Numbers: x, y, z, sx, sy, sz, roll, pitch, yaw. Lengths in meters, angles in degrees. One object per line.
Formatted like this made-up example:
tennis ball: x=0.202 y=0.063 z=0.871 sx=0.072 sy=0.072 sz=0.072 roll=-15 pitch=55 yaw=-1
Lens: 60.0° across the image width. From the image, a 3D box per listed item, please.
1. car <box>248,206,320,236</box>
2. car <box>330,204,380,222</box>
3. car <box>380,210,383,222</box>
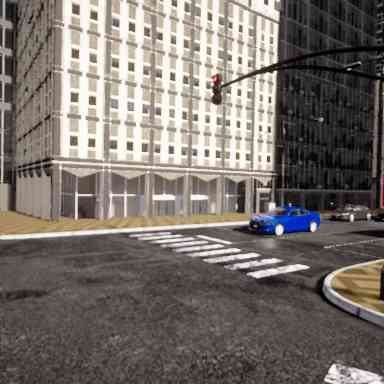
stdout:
car: x=5.508 y=1.621 z=19.658 sx=5.008 sy=1.535 sz=1.882 roll=0 pitch=1 yaw=-36
car: x=13.495 y=1.715 z=28.107 sx=4.403 sy=1.369 sz=2.008 roll=1 pitch=1 yaw=-34
car: x=17.462 y=1.797 z=27.834 sx=5.357 sy=1.411 sz=2.033 roll=1 pitch=1 yaw=-34
